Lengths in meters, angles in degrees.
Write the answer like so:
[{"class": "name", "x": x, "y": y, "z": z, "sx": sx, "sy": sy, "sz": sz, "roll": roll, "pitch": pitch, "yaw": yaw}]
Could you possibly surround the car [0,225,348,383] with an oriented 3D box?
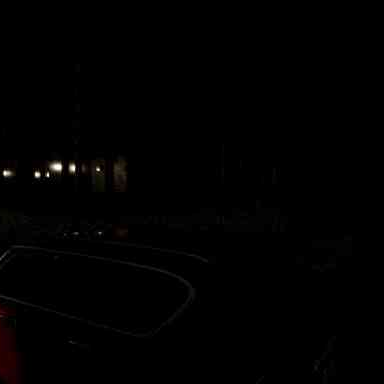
[{"class": "car", "x": -1.004, "y": 1.315, "z": 3.682, "sx": 5.009, "sy": 1.841, "sz": 2.192, "roll": 0, "pitch": 0, "yaw": 35}]
